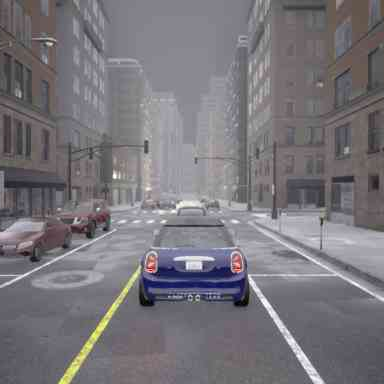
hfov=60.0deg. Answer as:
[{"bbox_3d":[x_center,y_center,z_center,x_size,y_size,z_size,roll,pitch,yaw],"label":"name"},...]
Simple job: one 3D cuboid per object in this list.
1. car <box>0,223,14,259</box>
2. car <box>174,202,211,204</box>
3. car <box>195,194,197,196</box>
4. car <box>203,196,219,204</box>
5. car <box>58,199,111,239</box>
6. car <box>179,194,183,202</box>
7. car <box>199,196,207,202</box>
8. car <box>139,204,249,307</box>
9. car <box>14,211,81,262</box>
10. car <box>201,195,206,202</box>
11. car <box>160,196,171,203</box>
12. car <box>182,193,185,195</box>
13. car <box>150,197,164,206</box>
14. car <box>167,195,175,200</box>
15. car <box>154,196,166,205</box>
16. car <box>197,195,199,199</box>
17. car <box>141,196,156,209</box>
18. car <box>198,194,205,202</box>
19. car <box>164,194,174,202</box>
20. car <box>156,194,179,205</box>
[{"bbox_3d":[-5.686,1.550,6.404,2.008,1.369,4.403,-1,0,0],"label":"car"},{"bbox_3d":[-0.014,1.505,17.331,1.837,1.490,4.892,0,0,0],"label":"car"},{"bbox_3d":[2.692,1.411,89.120,2.192,1.841,5.009,-1,0,0],"label":"car"},{"bbox_3d":[2.773,1.601,44.612,1.802,1.307,4.206,-1,0,0],"label":"car"},{"bbox_3d":[-5.708,1.315,17.570,2.192,1.841,5.009,-1,0,0],"label":"car"},{"bbox_3d":[-3.179,1.529,59.146,2.128,1.511,4.902,0,0,0],"label":"car"},{"bbox_3d":[2.705,1.635,83.556,2.008,1.369,4.403,-1,0,0],"label":"car"},{"bbox_3d":[0.049,1.351,8.153,2.097,1.767,4.553,0,0,0],"label":"car"},{"bbox_3d":[-5.695,1.581,11.987,1.802,1.307,4.206,-1,0,0],"label":"car"},{"bbox_3d":[2.762,1.551,50.346,1.752,1.417,4.829,-1,0,0],"label":"car"},{"bbox_3d":[-5.801,1.612,72.394,2.008,1.369,4.403,-1,0,0],"label":"car"},{"bbox_3d":[-3.128,1.583,74.560,2.033,1.411,5.357,0,0,0],"label":"car"},{"bbox_3d":[-5.772,1.578,55.700,1.887,1.381,4.507,-1,0,0],"label":"car"},{"bbox_3d":[-5.841,1.547,94.655,1.967,1.590,4.097,-1,0,0],"label":"car"},{"bbox_3d":[-5.782,1.566,61.094,1.752,1.417,4.829,-1,0,0],"label":"car"},{"bbox_3d":[2.723,1.501,72.429,1.967,1.590,4.097,-1,0,0],"label":"car"},{"bbox_3d":[-5.752,1.601,44.570,1.802,1.307,4.206,-1,0,0],"label":"car"},{"bbox_3d":[2.734,1.595,66.865,1.887,1.381,4.507,-1,0,0],"label":"car"},{"bbox_3d":[-5.824,1.400,83.525,2.192,1.841,5.009,-1,0,0],"label":"car"},{"bbox_3d":[-3.173,1.370,43.971,2.097,1.767,4.553,0,0,0],"label":"car"}]
